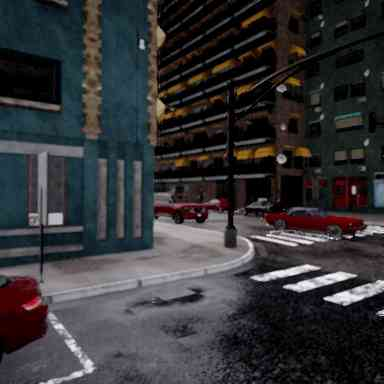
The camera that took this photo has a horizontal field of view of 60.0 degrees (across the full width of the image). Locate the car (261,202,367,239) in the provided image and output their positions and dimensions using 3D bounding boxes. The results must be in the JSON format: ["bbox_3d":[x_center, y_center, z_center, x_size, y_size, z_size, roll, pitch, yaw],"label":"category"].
[{"bbox_3d":[6.215,1.469,17.046,1.895,1.301,4.718,0,2,-43],"label":"car"}]

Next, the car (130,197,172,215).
[{"bbox_3d":[-3.788,1.167,30.081,1.994,1.385,4.181,0,1,-36],"label":"car"}]

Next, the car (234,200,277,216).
[{"bbox_3d":[5.775,1.330,26.766,1.947,1.339,4.313,1,0,-36],"label":"car"}]

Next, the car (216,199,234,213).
[{"bbox_3d":[2.507,1.266,31.278,1.802,1.307,4.206,1,0,-36],"label":"car"}]

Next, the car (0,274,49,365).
[{"bbox_3d":[-3.902,1.583,3.769,4.206,1.307,1.802,0,1,-36],"label":"car"}]

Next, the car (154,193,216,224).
[{"bbox_3d":[-1.027,1.020,21.882,2.192,1.841,5.009,2,0,-36],"label":"car"}]
